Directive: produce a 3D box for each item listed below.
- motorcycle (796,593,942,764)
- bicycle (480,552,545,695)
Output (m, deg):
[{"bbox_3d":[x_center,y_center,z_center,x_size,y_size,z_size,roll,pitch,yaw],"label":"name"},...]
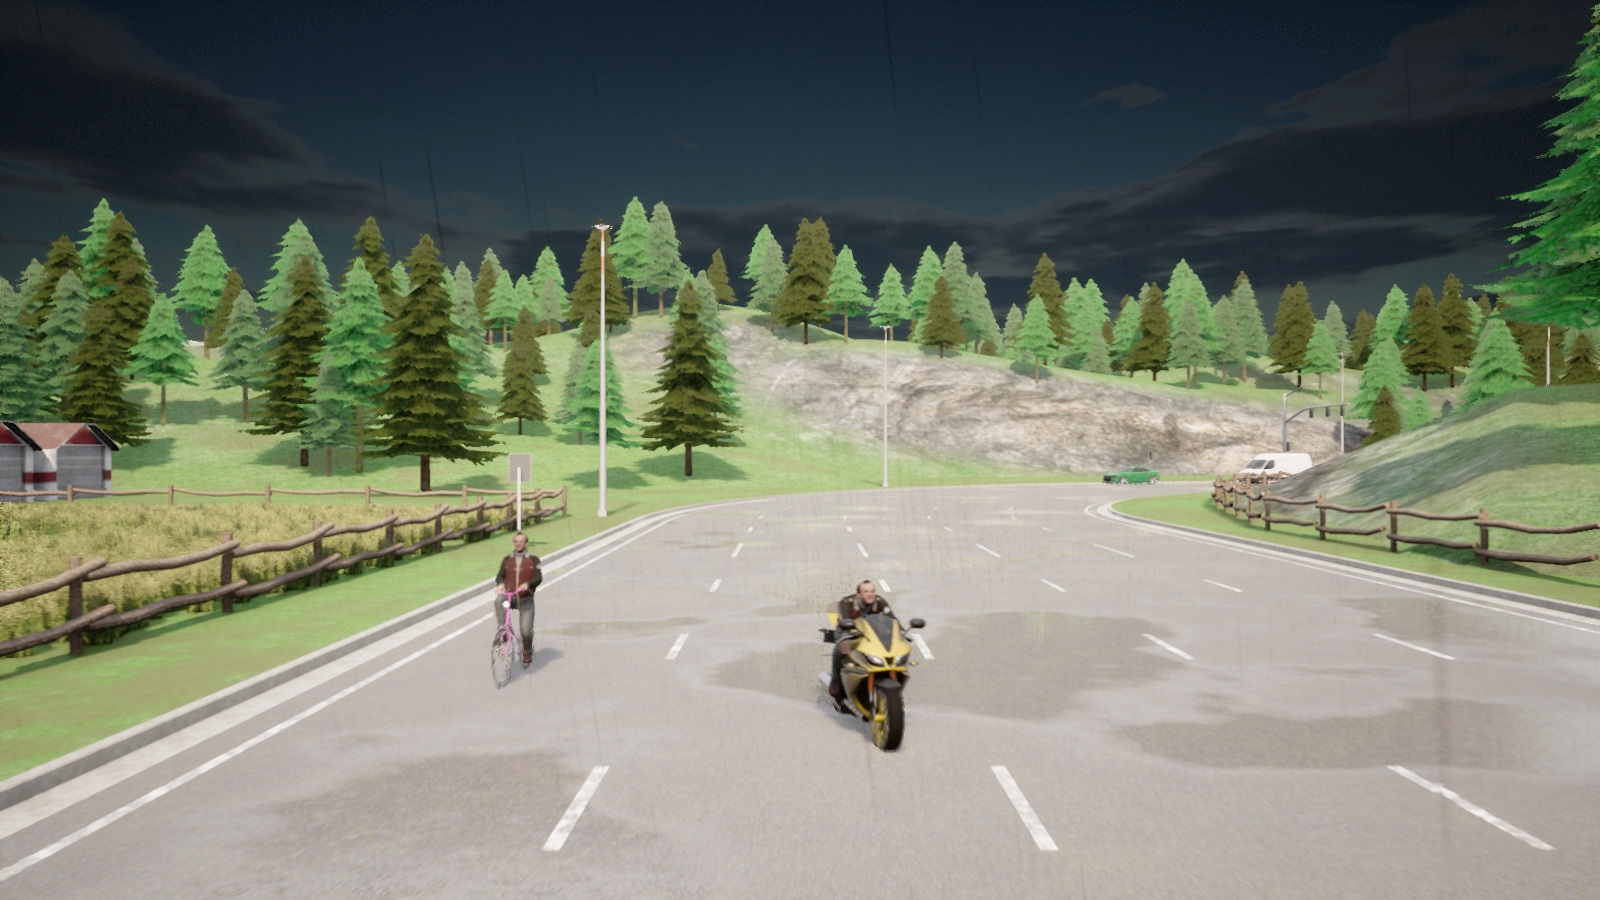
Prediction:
[{"bbox_3d":[0.631,2.206,11.476,0.867,1.251,2.209,1,0,-13],"label":"motorcycle"},{"bbox_3d":[-3.484,2.061,13.958,0.329,1.471,1.835,0,0,0],"label":"bicycle"}]
